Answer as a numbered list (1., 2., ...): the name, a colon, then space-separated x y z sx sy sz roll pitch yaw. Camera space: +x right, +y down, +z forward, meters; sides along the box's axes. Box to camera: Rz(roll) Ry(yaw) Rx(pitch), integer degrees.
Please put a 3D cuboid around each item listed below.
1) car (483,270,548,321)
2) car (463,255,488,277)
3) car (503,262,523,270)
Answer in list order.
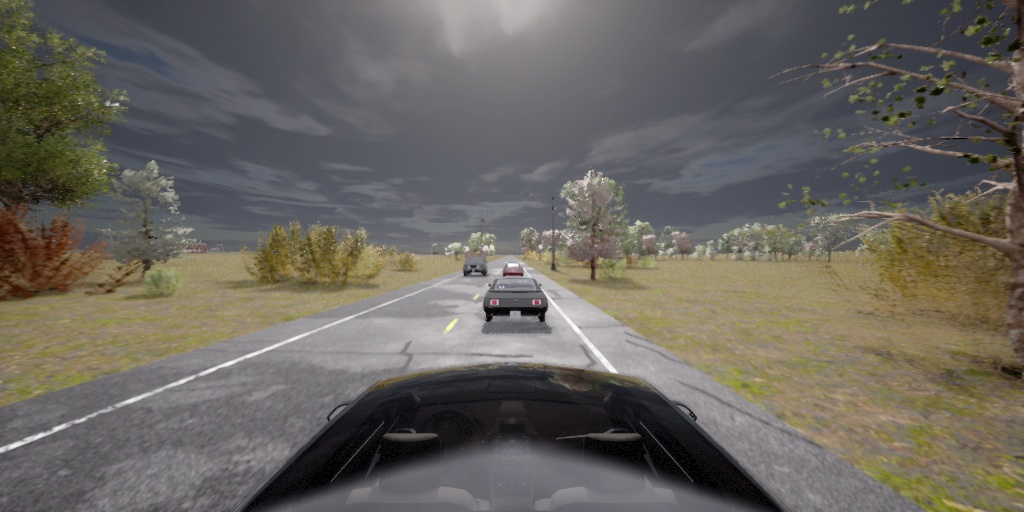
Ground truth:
1. car: 0.103 1.350 12.423 1.895 1.301 4.718 0 0 0
2. car: -3.584 0.965 36.145 2.150 2.045 5.566 0 0 0
3. car: 0.109 1.309 34.885 1.994 1.385 4.181 0 0 0
